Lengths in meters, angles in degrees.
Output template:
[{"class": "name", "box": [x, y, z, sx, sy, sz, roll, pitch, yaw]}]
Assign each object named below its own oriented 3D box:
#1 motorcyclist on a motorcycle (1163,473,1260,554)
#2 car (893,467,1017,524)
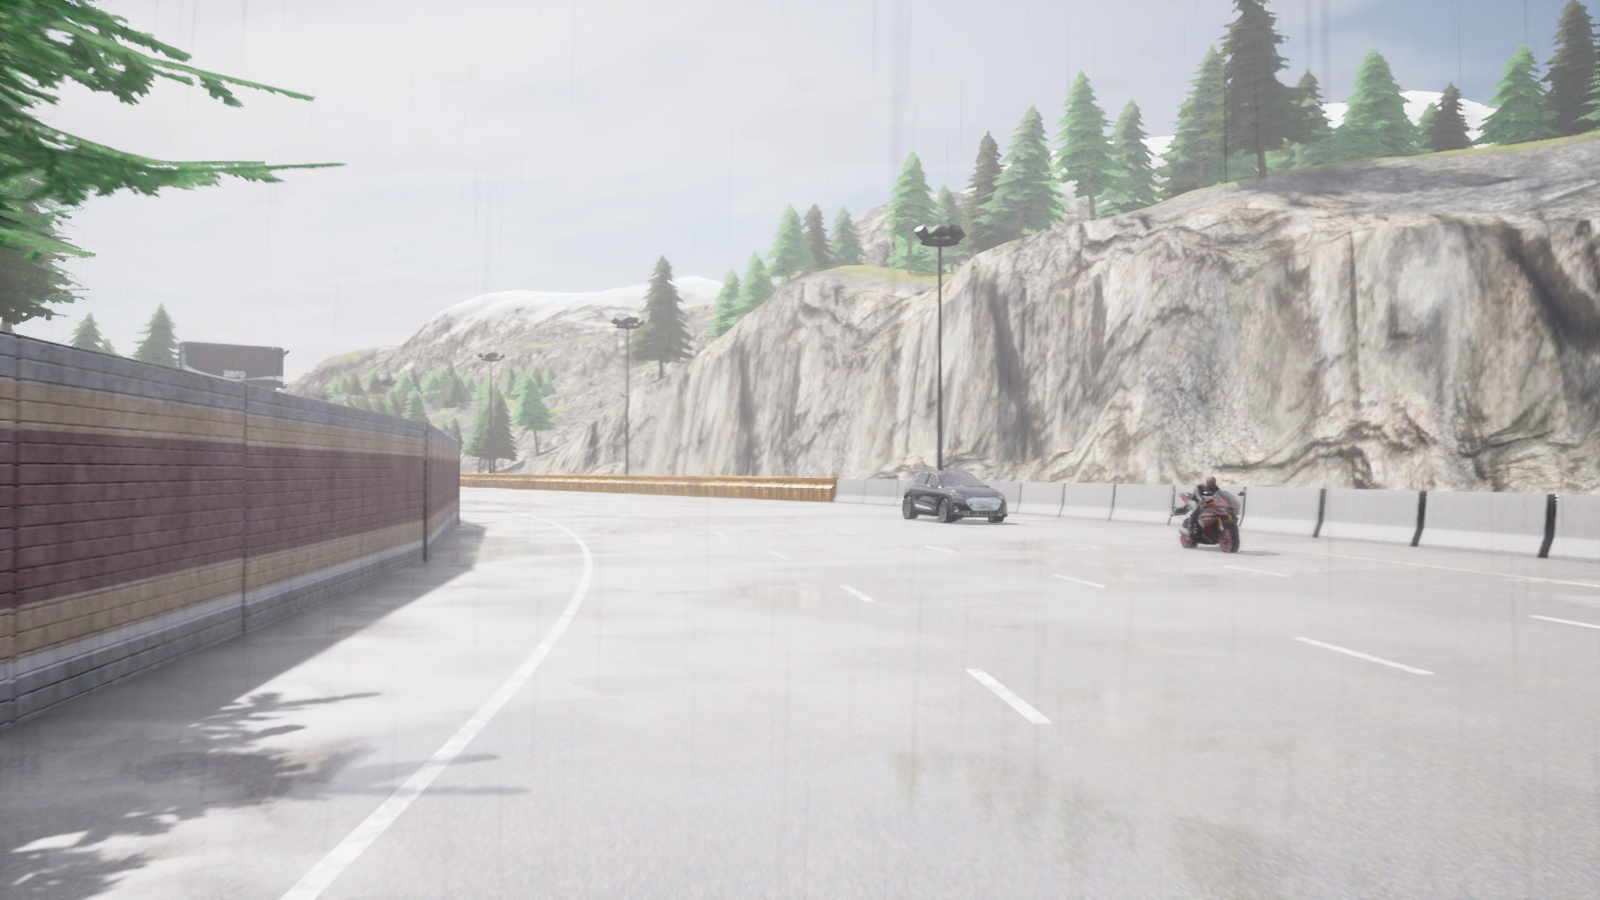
[{"class": "motorcyclist on a motorcycle", "box": [8.175, 1.234, 25.069, 0.866, 1.530, 2.191, 0, -1, -11]}, {"class": "car", "box": [4.761, 1.383, 39.376, 2.033, 1.649, 4.856, 0, -1, -17]}]
